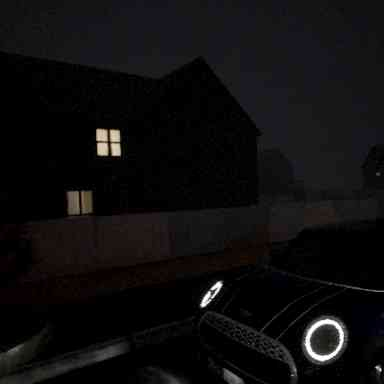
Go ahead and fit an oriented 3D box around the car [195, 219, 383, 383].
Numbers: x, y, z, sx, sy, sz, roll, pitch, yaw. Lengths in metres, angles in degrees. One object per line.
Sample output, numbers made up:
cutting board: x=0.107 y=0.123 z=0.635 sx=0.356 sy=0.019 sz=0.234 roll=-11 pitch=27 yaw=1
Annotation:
car: x=2.235 y=1.256 z=4.657 sx=4.553 sy=1.767 sz=2.097 roll=-2 pitch=1 yaw=-35
